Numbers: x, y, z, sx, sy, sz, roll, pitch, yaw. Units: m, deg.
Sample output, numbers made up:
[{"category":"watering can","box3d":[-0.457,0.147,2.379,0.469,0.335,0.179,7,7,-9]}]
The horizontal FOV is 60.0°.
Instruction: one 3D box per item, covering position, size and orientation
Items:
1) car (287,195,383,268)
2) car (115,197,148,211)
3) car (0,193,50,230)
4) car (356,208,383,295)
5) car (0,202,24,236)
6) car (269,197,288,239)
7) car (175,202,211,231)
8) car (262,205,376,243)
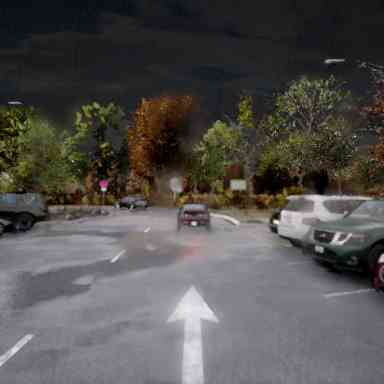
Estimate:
[{"category":"car","box3d":[5.929,1.176,9.656,5.566,2.045,2.435,1,1,-20]},{"category":"car","box3d":[-6.928,1.283,37.762,2.128,1.511,4.902,1,-1,-44]},{"category":"car","box3d":[-11.023,1.122,18.773,5.566,2.045,2.435,-1,1,-20]},{"category":"car","box3d":[5.981,1.321,6.659,4.553,1.767,2.185,1,1,-20]},{"category":"car","box3d":[-10.982,1.420,15.858,4.792,1.488,2.163,-1,0,-20]},{"category":"car","box3d":[5.970,1.158,12.716,5.566,2.045,2.435,1,0,-20]},{"category":"car","box3d":[0.068,1.385,19.697,1.837,1.490,4.892,0,0,-1]},{"category":"car","box3d":[5.965,1.421,15.742,4.792,1.488,2.163,1,0,-20]}]
